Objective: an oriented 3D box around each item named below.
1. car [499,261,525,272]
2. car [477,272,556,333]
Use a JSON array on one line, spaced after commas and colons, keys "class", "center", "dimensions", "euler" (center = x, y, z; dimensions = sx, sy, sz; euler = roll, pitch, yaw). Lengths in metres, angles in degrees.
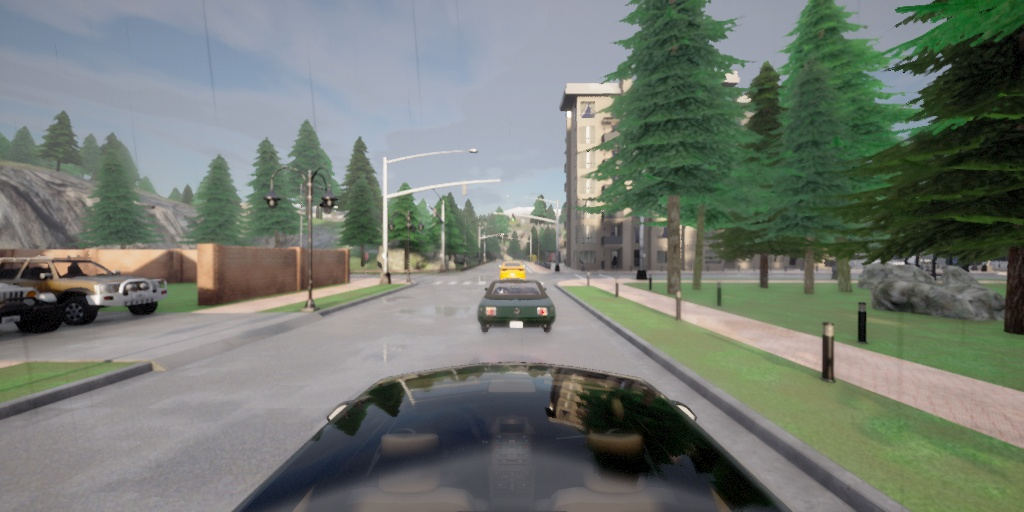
[{"class": "car", "center": [0.013, 1.159, 28.242], "dimensions": [1.882, 1.535, 5.008], "euler": [0, 1, -1]}, {"class": "car", "center": [0.107, 1.325, 10.641], "dimensions": [1.895, 1.301, 4.718], "euler": [0, 0, 0]}]
